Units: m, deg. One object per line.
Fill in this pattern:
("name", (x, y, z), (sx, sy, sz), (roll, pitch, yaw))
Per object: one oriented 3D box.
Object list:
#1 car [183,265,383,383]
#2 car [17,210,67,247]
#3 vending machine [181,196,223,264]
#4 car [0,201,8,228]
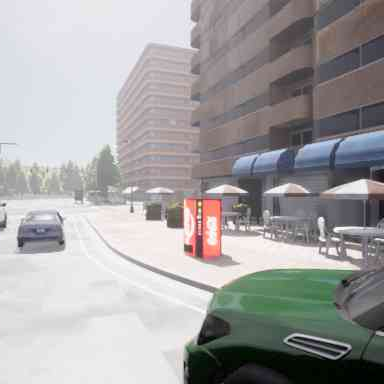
("car", (2.563, 1.221, 2.256), (5.566, 2.045, 2.150), (0, 0, 36))
("car", (-6.831, 1.548, 15.286), (2.033, 1.411, 5.357), (0, 0, -22))
("vending machine", (0.340, 1.195, 11.109), (1.100, 2.100, 0.880), (0, 0, -34))
("car", (-11.976, 1.221, 18.872), (2.150, 2.045, 5.566), (0, 0, -21))
